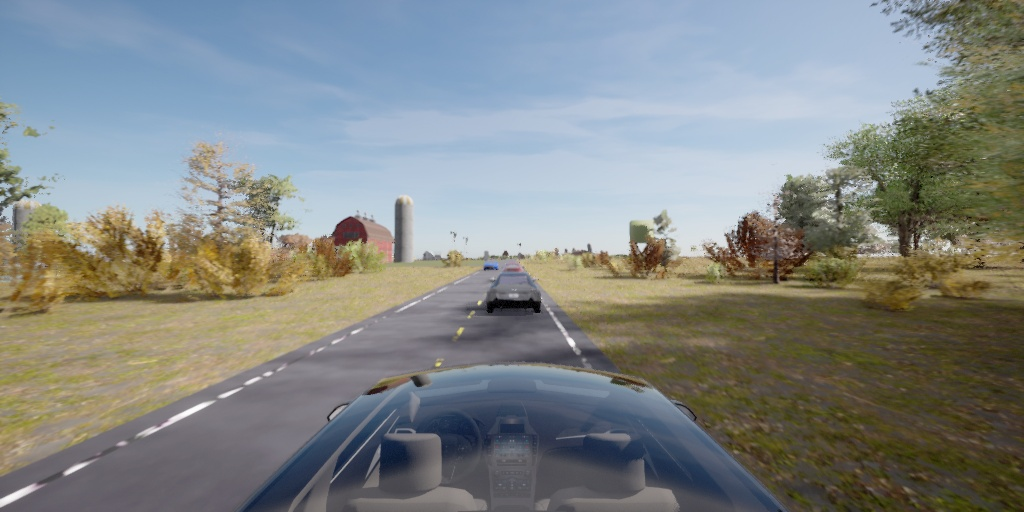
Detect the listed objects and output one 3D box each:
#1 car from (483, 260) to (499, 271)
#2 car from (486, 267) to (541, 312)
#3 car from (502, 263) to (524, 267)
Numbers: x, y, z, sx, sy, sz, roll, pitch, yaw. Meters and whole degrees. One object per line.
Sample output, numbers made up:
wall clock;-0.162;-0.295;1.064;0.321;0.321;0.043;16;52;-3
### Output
car;-2.840;1.236;49.174;1.882;1.535;5.008;0;0;0
car;0.070;1.313;14.196;1.994;1.385;4.181;0;0;0
car;0.069;1.277;29.820;1.812;1.442;4.674;0;0;0
